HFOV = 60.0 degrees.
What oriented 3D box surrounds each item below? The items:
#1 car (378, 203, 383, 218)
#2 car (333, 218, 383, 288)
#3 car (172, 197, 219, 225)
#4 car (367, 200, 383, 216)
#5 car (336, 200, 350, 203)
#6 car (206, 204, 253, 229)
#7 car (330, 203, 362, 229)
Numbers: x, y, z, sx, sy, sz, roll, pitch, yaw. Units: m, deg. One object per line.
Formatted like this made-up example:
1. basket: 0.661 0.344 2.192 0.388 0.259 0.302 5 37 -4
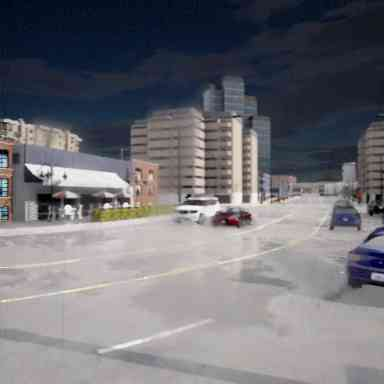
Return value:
1. car: 14.687 1.736 23.510 1.994 1.385 4.181 0 -1 24
2. car: 5.446 1.589 8.456 1.812 1.442 4.674 0 -1 44
3. car: 0.512 1.460 26.513 2.150 2.045 5.566 0 -1 26
4. car: 20.015 1.621 35.621 2.097 1.767 4.553 0 0 24
5. car: 16.780 1.641 36.959 2.097 1.767 4.553 0 0 24
6. car: 2.906 1.767 23.461 1.994 1.385 4.181 0 -1 26
7. car: 10.334 1.723 22.408 2.033 1.411 5.357 0 -1 25
